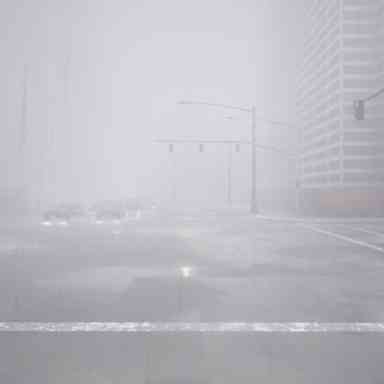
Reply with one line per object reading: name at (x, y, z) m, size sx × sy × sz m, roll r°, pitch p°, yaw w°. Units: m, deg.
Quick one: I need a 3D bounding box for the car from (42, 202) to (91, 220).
car at (-10.592, 1.547, 28.011) m, size 2.033 × 1.411 × 5.357 m, roll 0°, pitch 0°, yaw 0°

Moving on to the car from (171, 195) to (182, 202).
car at (-3.444, 1.354, 74.517) m, size 2.128 × 1.511 × 4.902 m, roll 0°, pitch 0°, yaw 0°

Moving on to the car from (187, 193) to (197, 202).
car at (0.056, 1.184, 74.484) m, size 2.097 × 1.767 × 4.553 m, roll 0°, pitch 0°, yaw 0°

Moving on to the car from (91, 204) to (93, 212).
car at (-10.565, 1.547, 39.877) m, size 2.033 × 1.411 × 5.357 m, roll 0°, pitch 0°, yaw 0°

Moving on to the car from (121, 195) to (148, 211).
car at (-7.062, 1.503, 41.157) m, size 1.837 × 1.490 × 4.892 m, roll 0°, pitch 0°, yaw 0°

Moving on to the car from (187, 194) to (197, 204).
car at (0.049, 1.547, 64.230) m, size 2.033 × 1.411 × 5.357 m, roll 0°, pitch 0°, yaw 0°

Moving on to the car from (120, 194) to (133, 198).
car at (-10.553, 1.506, 52.215) m, size 1.837 × 1.490 × 4.892 m, roll 0°, pitch 0°, yaw 0°

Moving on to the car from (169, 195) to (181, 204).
car at (-3.451, 1.491, 64.233) m, size 2.128 × 1.511 × 4.902 m, roll 0°, pitch 0°, yaw 0°

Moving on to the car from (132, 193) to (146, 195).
car at (-10.448, 1.280, 68.795) m, size 2.150 × 2.045 × 5.566 m, roll 0°, pitch 0°, yaw 0°

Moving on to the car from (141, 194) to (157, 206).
car at (-7.029, 1.504, 55.873) m, size 1.837 × 1.490 × 4.892 m, roll 0°, pitch 0°, yaw 0°

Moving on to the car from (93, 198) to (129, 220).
car at (-6.830, 1.526, 28.517) m, size 1.812 × 1.442 × 4.674 m, roll 0°, pitch 0°, yaw -3°
